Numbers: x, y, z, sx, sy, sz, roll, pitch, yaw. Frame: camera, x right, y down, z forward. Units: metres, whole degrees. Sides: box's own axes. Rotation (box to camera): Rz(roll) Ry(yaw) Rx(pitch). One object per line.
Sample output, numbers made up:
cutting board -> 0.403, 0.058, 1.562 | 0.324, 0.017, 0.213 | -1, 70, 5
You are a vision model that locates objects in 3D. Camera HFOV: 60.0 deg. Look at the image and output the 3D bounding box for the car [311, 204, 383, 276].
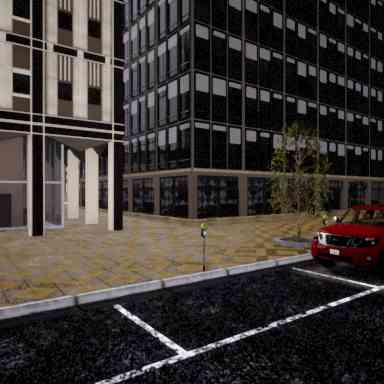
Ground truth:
car -> 5.917, 1.314, 10.516 | 5.009, 1.841, 2.192 | 0, 0, -36
